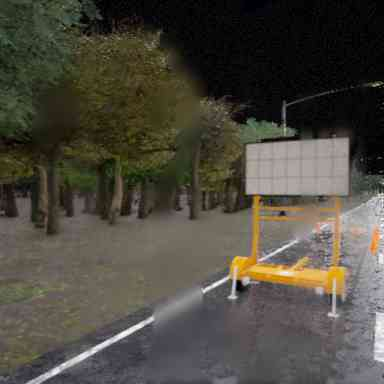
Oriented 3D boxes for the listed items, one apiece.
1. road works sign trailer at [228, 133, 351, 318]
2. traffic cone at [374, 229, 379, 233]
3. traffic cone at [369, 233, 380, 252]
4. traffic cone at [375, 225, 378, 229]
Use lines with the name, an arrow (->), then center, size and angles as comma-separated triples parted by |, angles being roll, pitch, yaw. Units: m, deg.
road works sign trailer -> 2.442, 0.505, 7.829 | 2.380, 3.560, 2.880 | 0, 0, 30
traffic cone -> 8.195, 2.071, 14.890 | 0.340, 0.580, 0.340 | 0, 0, 30
traffic cone -> 7.199, 2.056, 13.155 | 0.340, 0.580, 0.340 | 0, 0, 30
traffic cone -> 9.191, 2.086, 16.624 | 0.340, 0.580, 0.340 | 0, 0, 30
